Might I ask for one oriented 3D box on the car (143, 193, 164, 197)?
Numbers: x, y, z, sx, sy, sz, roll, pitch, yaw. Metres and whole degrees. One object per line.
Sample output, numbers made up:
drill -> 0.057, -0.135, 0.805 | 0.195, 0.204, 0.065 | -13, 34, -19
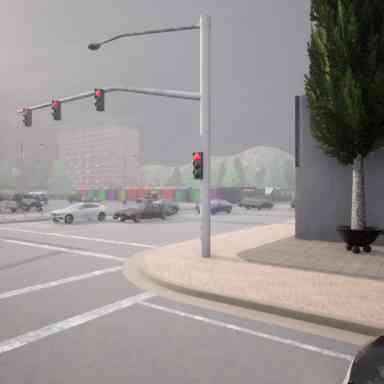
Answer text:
car -> -6.889, 1.156, 52.513 | 3.866, 1.878, 1.905 | 0, 0, 35

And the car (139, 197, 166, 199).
car -> -3.136, 1.526, 32.879 | 1.812, 1.442, 4.674 | 0, 0, 37

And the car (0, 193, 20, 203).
car -> -36.716, 1.153, 66.760 | 4.605, 1.855, 1.932 | 0, 0, 35

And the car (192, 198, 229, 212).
car -> 2.341, 1.491, 40.240 | 2.128, 1.511, 4.902 | 0, 0, 37

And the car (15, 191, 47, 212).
car -> -18.181, 1.156, 36.463 | 3.866, 1.878, 1.905 | 0, 0, 35

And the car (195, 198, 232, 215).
car -> 2.460, 1.526, 34.535 | 1.812, 1.442, 4.674 | 0, 0, 37

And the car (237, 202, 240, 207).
car -> 8.680, 1.547, 48.682 | 2.033, 1.411, 5.357 | 0, 0, 37

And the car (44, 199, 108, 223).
car -> -8.523, 1.526, 25.537 | 1.812, 1.442, 4.674 | 0, 0, 38

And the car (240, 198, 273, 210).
car -> 8.756, 1.547, 42.974 | 2.033, 1.411, 5.357 | 0, 0, 37

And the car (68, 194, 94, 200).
car -> -21.211, 1.153, 62.604 | 4.605, 1.855, 1.932 | 0, 0, 35

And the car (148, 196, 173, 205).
car -> -5.210, 1.395, 54.872 | 3.806, 1.475, 1.970 | 0, 0, 35

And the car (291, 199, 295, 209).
car -> 15.041, 1.491, 45.241 | 2.128, 1.511, 4.902 | 0, 0, 37

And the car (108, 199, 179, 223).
car -> -3.685, 1.547, 26.272 | 2.033, 1.411, 5.357 | 0, 0, 36

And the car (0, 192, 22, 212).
car -> -19.895, 1.153, 34.131 | 4.605, 1.855, 1.932 | 0, 0, 35

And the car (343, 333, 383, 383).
car -> 3.375, 1.492, 1.558 | 4.902, 1.511, 2.128 | 0, 0, 36

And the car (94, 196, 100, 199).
car -> -19.488, 1.364, 64.933 | 3.905, 1.438, 1.784 | 0, 0, 35

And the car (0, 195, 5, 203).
car -> -38.223, 1.364, 64.539 | 3.905, 1.438, 1.784 | 0, 0, 35
